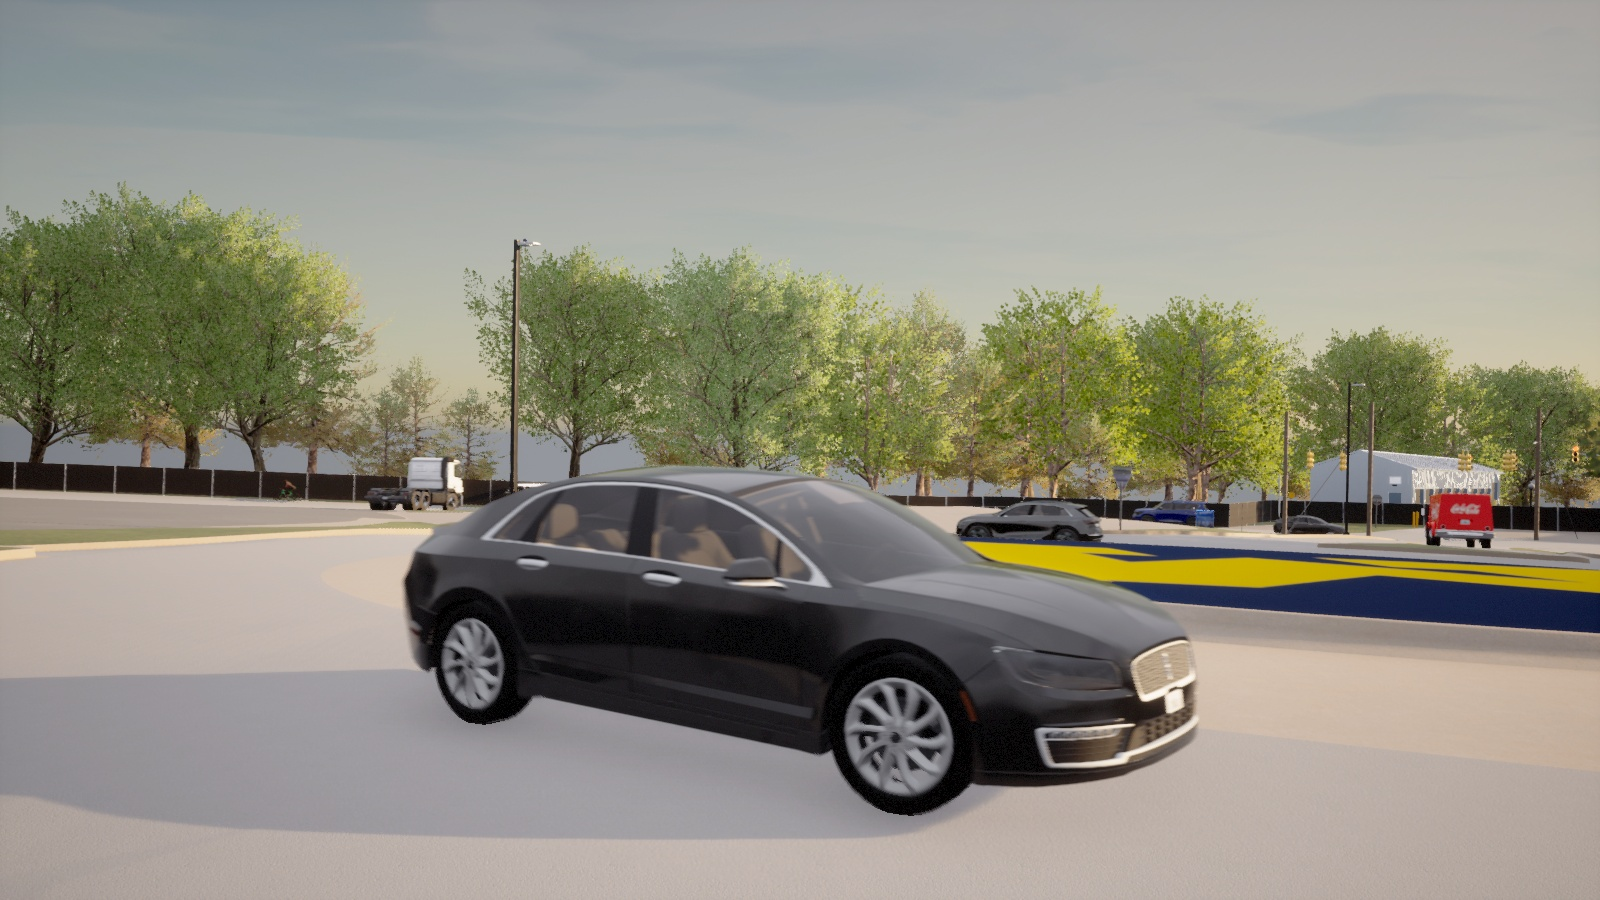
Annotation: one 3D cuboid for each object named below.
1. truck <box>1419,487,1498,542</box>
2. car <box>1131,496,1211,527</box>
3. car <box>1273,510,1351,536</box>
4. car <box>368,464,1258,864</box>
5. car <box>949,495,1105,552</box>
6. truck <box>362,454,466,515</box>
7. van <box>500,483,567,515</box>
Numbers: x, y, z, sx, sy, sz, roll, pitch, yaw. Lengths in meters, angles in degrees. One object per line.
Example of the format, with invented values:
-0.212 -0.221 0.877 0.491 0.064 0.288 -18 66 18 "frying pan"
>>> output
31.537 3.154 60.309 2.627 2.467 5.204 1 -4 19 "truck"
27.797 4.590 94.275 5.566 2.045 2.150 1 1 11 "car"
35.864 5.115 87.919 4.892 1.490 1.837 1 1 26 "car"
-0.165 0.874 7.155 4.892 1.490 1.837 1 1 35 "car"
7.628 2.436 42.191 4.856 1.649 2.033 1 0 22 "car"
-23.508 2.205 76.944 2.891 3.462 7.936 0 -3 9 "truck"
-18.845 3.491 88.851 4.480 2.038 2.069 2 0 -15 "van"
